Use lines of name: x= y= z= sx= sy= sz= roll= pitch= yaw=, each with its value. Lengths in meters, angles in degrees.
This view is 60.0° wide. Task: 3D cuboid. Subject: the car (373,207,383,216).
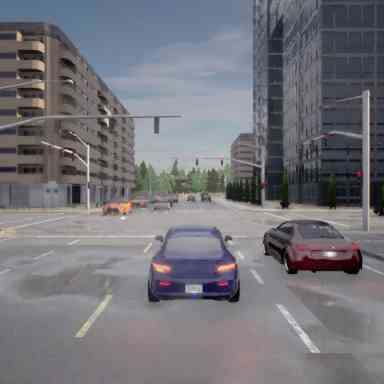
car: x=19.447 y=1.656 z=30.726 sx=4.718 sy=1.301 sz=1.895 roll=0 pitch=0 yaw=0

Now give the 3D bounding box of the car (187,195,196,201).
car: x=-0.074 y=1.525 z=87.816 sx=2.128 sy=1.511 sz=4.902 roll=0 pitch=0 yaw=1

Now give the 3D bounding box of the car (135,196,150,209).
car: x=-7.495 y=1.352 z=46.616 sx=2.097 sy=1.767 sz=4.553 roll=0 pitch=0 yaw=-1

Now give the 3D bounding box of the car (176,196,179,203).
car: x=-3.792 y=1.478 z=68.152 sx=1.882 sy=1.535 sz=5.008 roll=0 pitch=0 yaw=1

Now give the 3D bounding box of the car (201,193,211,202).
car: x=3.321 y=1.355 z=77.681 sx=2.097 sy=1.767 sz=4.553 roll=0 pitch=0 yaw=1

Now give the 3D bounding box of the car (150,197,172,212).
car: x=-3.656 y=1.610 z=39.901 sx=1.895 sy=1.301 sz=4.718 roll=0 pitch=0 yaw=-5

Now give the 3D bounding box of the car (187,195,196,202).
car: x=-0.180 y=1.540 z=77.472 sx=2.033 sy=1.411 sz=5.357 roll=0 pitch=0 yaw=1

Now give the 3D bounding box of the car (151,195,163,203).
car: x=-7.260 y=1.477 z=69.963 sx=1.882 sy=1.535 sz=5.008 roll=0 pitch=0 yaw=1

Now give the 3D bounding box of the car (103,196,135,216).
car: x=-7.339 y=1.380 z=32.896 sx=2.097 sy=1.767 sz=4.553 roll=0 pitch=0 yaw=-1

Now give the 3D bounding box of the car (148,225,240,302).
car: x=0.044 y=1.526 z=8.114 sx=1.812 sy=1.442 sz=4.674 roll=0 pitch=0 yaw=0

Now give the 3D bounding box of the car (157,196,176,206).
car: x=-4.005 y=1.601 z=52.651 sx=1.895 sy=1.301 sz=4.718 roll=0 pitch=0 yaw=0

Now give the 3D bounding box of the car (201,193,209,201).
car: x=3.427 y=1.225 z=87.844 sx=2.150 sy=2.045 sz=5.566 roll=0 pitch=0 yaw=1

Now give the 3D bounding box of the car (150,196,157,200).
car: x=-7.448 y=1.491 z=58.983 sx=2.128 sy=1.511 sz=4.902 roll=0 pitch=0 yaw=1

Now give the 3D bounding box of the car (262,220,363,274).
car: x=3.552 y=1.564 z=10.538 sx=1.994 sy=1.385 sz=4.181 roll=0 pitch=0 yaw=0
